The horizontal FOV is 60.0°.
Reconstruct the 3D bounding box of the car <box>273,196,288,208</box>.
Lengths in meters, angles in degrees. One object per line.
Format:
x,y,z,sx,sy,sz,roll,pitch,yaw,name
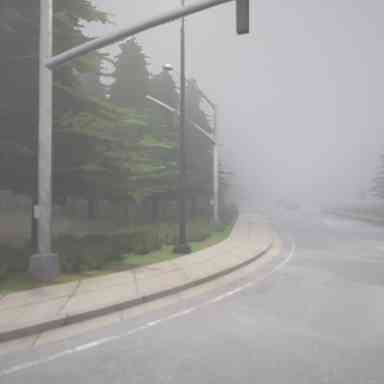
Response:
17.388,1.985,63.824,2.150,2.045,5.566,0,-1,7,car

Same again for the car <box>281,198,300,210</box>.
16.103,2.188,53.416,2.033,1.411,5.357,0,-1,8,car
